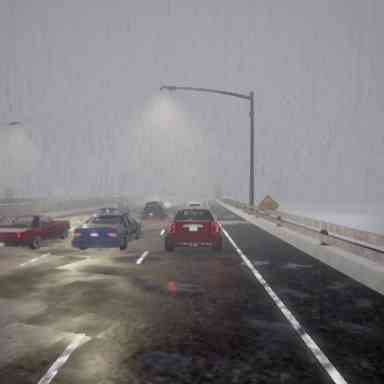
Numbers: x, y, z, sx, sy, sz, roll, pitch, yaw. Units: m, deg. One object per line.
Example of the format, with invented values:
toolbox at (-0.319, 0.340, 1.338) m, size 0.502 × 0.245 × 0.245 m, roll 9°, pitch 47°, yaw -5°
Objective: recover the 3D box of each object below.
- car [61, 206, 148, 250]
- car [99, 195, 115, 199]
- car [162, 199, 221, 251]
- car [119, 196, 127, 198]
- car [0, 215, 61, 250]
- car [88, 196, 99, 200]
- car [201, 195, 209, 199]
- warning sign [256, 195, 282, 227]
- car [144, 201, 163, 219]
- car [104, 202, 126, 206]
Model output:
car at (-3.438, 1.571, 14.300) m, size 2.033 × 1.411 × 5.357 m, roll 0°, pitch 0°, yaw 0°
car at (-19.267, 1.450, 77.319) m, size 2.097 × 1.767 × 4.553 m, roll 0°, pitch 0°, yaw 2°
car at (0.062, 1.373, 14.241) m, size 2.097 × 1.767 × 4.553 m, roll 0°, pitch 0°, yaw 0°
car at (-15.772, 1.617, 77.125) m, size 1.812 × 1.442 × 4.674 m, roll 0°, pitch 0°, yaw 2°
car at (-6.937, 1.624, 14.360) m, size 1.895 × 1.301 × 4.718 m, roll 0°, pitch 0°, yaw 0°
car at (-22.764, 1.650, 77.451) m, size 1.994 × 1.385 × 4.181 m, roll 0°, pitch 0°, yaw 2°
car at (3.103, 1.576, 80.016) m, size 1.801 × 1.575 × 5.366 m, roll 0°, pitch 0°, yaw 3°
warning sign at (4.659, 1.126, 20.290) m, size 1.300 × 1.860 × 1.060 m, roll -1°, pitch -1°, yaw 1°
car at (-3.246, 1.540, 29.226) m, size 1.837 × 1.490 × 4.892 m, roll 0°, pitch 0°, yaw 1°
car at (-6.746, 1.588, 29.286) m, size 2.033 × 1.411 × 5.357 m, roll 0°, pitch 0°, yaw 1°
